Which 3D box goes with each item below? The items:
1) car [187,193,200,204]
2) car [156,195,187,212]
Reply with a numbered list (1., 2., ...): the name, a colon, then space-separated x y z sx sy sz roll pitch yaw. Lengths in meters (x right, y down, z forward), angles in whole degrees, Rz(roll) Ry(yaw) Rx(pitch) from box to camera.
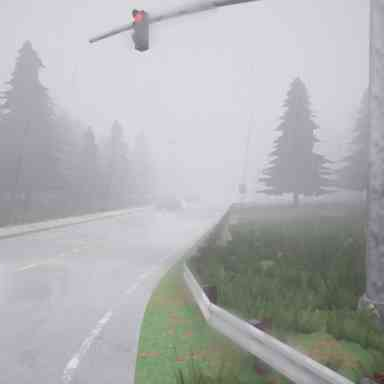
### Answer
1. car: 0.135 0.917 51.791 1.882 1.535 5.008 0 0 8
2. car: -2.299 1.286 34.939 2.033 1.411 5.357 0 0 9
